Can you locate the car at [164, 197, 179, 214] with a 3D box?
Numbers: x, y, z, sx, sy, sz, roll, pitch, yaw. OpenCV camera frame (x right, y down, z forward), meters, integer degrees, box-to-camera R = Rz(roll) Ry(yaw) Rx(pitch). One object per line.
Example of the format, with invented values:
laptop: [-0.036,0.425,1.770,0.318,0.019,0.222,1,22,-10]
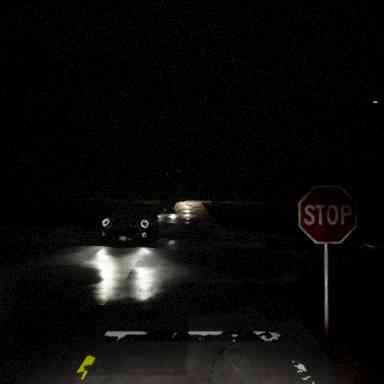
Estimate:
car: [-2.712,1.573,35.857,1.837,1.490,4.892,0,0,0]

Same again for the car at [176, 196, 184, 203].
car: [-2.677,1.570,69.313,2.033,1.411,5.357,0,0,0]

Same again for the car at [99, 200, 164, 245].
car: [-2.698,1.294,15.323,2.097,1.767,4.553,2,-1,0]
